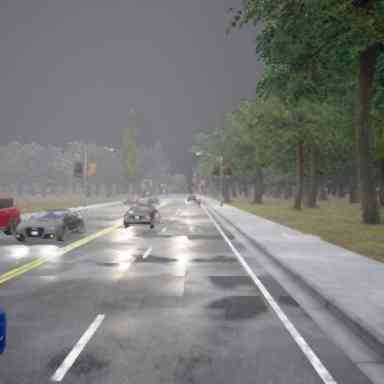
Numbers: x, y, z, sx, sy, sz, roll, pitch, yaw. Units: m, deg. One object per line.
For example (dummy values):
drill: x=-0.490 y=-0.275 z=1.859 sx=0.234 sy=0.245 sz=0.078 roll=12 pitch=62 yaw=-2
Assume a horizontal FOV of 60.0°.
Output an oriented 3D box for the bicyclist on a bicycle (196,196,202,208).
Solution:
bicyclist on a bicycle: x=0.912 y=1.356 z=42.429 sx=0.866 sy=1.612 sz=1.509 roll=0 pitch=0 yaw=0

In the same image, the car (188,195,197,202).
car: x=0.014 y=1.375 z=69.290 sx=1.837 sy=1.490 sz=4.892 roll=0 pitch=0 yaw=0

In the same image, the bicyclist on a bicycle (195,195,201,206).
bicyclist on a bicycle: x=0.911 y=1.340 z=51.852 sx=0.866 sy=1.612 sz=1.509 roll=0 pitch=0 yaw=0

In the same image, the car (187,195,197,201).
car: x=0.003 y=1.379 z=79.196 sx=2.128 sy=1.511 sz=4.902 roll=0 pitch=0 yaw=0

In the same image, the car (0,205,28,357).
car: x=-3.149 y=1.218 z=1.366 sx=2.150 sy=2.045 sz=5.566 roll=0 pitch=0 yaw=0

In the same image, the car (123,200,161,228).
car: x=-3.149 y=1.503 z=21.572 sx=2.033 sy=1.411 sz=5.357 roll=0 pitch=0 yaw=0

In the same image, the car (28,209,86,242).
car: x=-6.598 y=1.530 z=15.931 sx=1.994 sy=1.385 sz=4.181 roll=0 pitch=0 yaw=0

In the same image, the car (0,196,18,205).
car: x=-9.850 y=1.190 z=14.933 sx=2.150 sy=2.045 sz=5.566 roll=0 pitch=0 yaw=0

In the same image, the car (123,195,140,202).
car: x=-9.809 y=1.250 z=54.368 sx=2.097 sy=1.767 sz=4.553 roll=0 pitch=0 yaw=0

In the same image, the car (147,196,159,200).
car: x=-6.544 y=1.442 z=56.484 sx=2.033 sy=1.411 sz=5.357 roll=0 pitch=0 yaw=1
